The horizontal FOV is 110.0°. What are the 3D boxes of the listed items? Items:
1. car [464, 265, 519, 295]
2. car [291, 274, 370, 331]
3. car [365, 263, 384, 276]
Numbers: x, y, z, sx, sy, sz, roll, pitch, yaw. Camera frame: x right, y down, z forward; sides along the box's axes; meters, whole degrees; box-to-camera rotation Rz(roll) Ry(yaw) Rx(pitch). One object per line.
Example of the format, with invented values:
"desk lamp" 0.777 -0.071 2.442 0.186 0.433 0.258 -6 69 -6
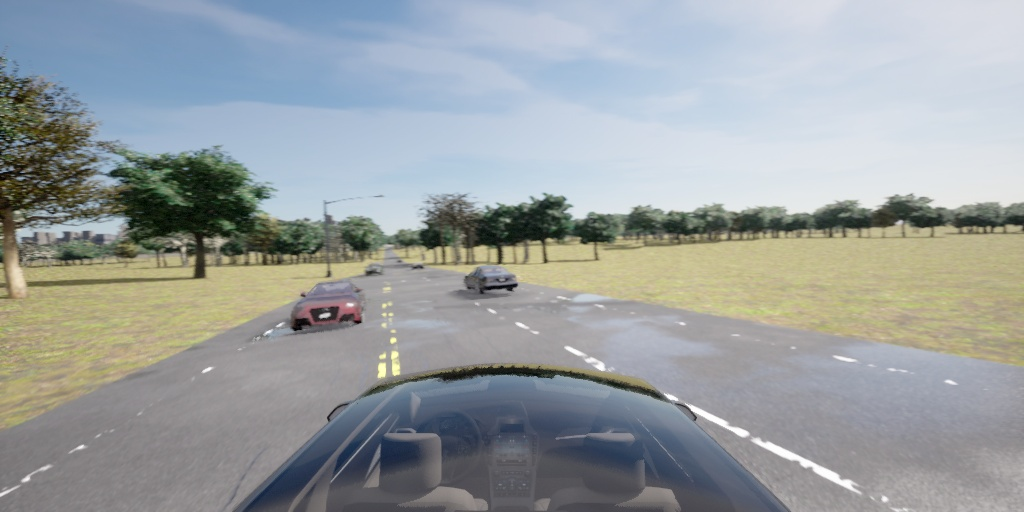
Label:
"car" -1.291 1.224 19.599 2.033 1.411 5.357 -3 1 -19
"car" -6.227 1.596 12.557 1.994 1.385 4.181 -3 1 -19
"car" -18.206 1.726 47.463 2.097 1.767 4.553 -3 0 -16
